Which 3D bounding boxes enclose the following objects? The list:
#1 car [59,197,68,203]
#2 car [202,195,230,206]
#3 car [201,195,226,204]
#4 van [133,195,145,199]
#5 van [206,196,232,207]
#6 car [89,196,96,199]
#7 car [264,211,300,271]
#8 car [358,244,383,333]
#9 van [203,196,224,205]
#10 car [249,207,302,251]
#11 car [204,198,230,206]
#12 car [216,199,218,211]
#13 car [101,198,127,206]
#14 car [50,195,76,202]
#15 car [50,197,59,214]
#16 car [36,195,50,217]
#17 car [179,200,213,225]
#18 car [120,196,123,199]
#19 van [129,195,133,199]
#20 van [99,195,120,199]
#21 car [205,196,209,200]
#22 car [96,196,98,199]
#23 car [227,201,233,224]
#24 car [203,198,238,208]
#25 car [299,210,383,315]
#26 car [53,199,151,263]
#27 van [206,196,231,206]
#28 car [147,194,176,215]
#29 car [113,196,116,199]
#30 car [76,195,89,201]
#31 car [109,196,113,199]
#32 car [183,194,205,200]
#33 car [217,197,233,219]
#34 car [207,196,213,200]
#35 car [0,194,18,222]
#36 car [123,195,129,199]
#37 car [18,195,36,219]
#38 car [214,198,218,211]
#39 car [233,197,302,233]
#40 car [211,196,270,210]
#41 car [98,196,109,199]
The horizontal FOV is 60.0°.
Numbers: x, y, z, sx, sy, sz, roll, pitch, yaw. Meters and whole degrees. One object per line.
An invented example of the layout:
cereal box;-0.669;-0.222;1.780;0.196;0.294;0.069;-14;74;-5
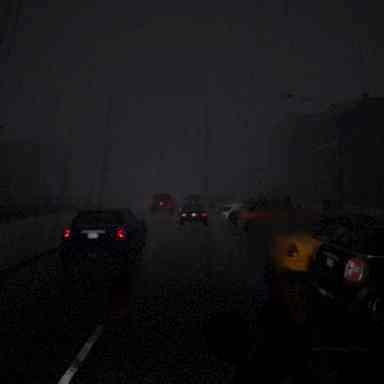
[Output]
car;-15.780;1.531;34.128;4.792;1.488;2.163;0;-1;0
car;4.757;1.697;67.315;5.566;2.045;2.435;0;-1;0
car;4.781;1.779;75.651;5.566;2.045;2.435;0;-1;0
van;-15.736;1.908;89.284;4.442;1.987;1.878;0;0;0
van;4.832;1.624;58.979;4.442;1.987;1.878;0;-1;0
car;-15.738;1.368;42.402;5.566;2.045;2.435;0;-1;0
car;4.895;1.434;8.848;5.366;1.575;1.946;0;0;0
car;4.680;1.492;3.415;4.792;1.488;2.163;0;0;0
van;4.627;1.779;72.874;4.442;1.987;1.878;0;0;0
car;4.716;1.427;11.627;4.892;1.521;2.231;0;0;0
car;4.716;1.918;64.412;4.892;1.521;2.231;0;-1;0
car;4.709;1.470;28.412;4.674;1.452;2.002;0;0;0
car;-15.783;1.978;67.219;4.792;1.488;2.163;0;-1;0
car;-15.787;1.411;36.888;4.553;1.767;2.185;0;-1;0
car;-15.741;1.468;31.377;5.008;1.535;2.097;0;0;0
car;-15.713;1.194;28.622;5.566;2.045;2.435;0;0;0
car;0.101;1.471;23.089;2.033;1.411;5.357;0;0;0
car;-15.833;1.761;61.704;4.553;1.767;2.185;0;-1;0
van;-15.939;1.779;72.740;4.442;1.987;1.878;0;-1;0
van;-15.680;1.627;58.948;4.442;1.987;1.878;0;-1;0
car;4.707;1.695;47.859;5.008;1.535;2.097;0;-1;0
car;-15.740;1.535;45.157;4.553;1.767;2.185;0;-1;0
car;4.709;1.441;20.086;4.674;1.452;2.002;0;0;0
car;4.528;1.772;53.293;5.366;1.575;1.946;0;-1;0
car;4.682;1.324;6.186;4.553;1.767;2.185;0;0;0
car;-2.900;1.297;11.868;2.097;1.767;4.553;0;0;0
van;4.836;1.658;61.632;4.442;1.987;1.878;0;-1;0
car;-2.898;1.229;34.078;2.150;2.045;5.566;0;-1;0
car;-15.789;1.857;56.186;4.674;1.452;2.002;0;-1;0
car;-15.790;1.326;39.645;5.566;2.045;2.435;0;-1;0
car;-15.972;1.777;53.430;5.366;1.575;1.946;0;-1;0
car;0.101;1.333;41.121;2.150;2.045;5.566;0;-1;-1
car;4.897;1.411;25.639;5.366;1.575;1.946;0;0;0
car;4.718;1.610;42.300;4.892;1.521;2.231;0;-1;0
car;-15.703;1.165;23.112;5.566;2.045;2.435;0;0;0
car;-15.779;1.667;64.465;5.566;2.045;2.435;0;-1;0
car;-15.708;1.175;25.869;5.566;2.045;2.435;0;0;0
car;4.714;1.493;31.070;4.674;1.452;2.002;0;-1;0
car;4.679;1.279;17.308;4.553;1.767;2.185;0;0;0
car;4.897;1.482;33.841;5.366;1.575;1.946;0;-1;0
car;-15.967;1.738;50.671;5.366;1.575;1.946;0;-1;0
